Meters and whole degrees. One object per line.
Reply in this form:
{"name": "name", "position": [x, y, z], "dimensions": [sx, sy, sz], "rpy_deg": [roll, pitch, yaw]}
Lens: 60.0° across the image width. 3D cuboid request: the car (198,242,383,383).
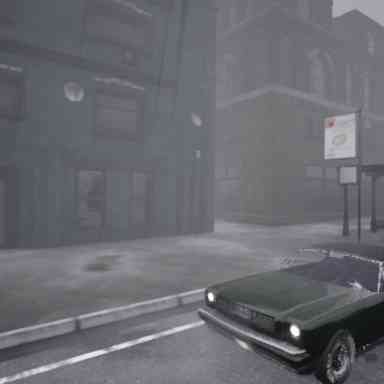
{"name": "car", "position": [2.432, 1.579, 5.432], "dimensions": [4.718, 1.301, 1.895], "rpy_deg": [0, 0, -36]}
